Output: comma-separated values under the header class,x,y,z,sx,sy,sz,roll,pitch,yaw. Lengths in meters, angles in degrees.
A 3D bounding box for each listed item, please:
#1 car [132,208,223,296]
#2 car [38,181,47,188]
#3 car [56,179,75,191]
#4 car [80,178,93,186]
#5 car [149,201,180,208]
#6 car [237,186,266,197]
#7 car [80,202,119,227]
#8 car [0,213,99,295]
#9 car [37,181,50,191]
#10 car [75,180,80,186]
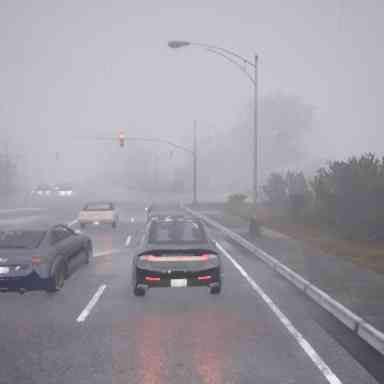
class,x,y,z,sx,sy,sz,roll,pitch,yaw
car,-0.415,1.401,8.480,2.128,1.511,4.902,0,1,-4
car,-32.530,-1.689,72.297,1.837,1.490,4.892,-1,3,-25
car,-22.506,-1.007,59.052,2.128,1.511,4.902,-1,3,-24
car,-26.353,-2.557,83.764,2.150,2.045,5.566,-1,3,-25
car,-1.472,1.200,17.816,2.033,1.411,5.357,0,2,-9
car,8.708,-0.097,47.597,4.902,1.511,2.128,1,3,-22
car,-5.259,1.207,19.224,1.895,1.301,4.718,0,2,-9
car,-3.927,1.480,8.564,1.994,1.385,4.181,0,1,-4
car,-25.660,-0.855,57.545,1.994,1.385,4.181,-1,3,-24
car,-29.503,-2.224,82.254,1.882,1.535,5.008,-1,3,-25
